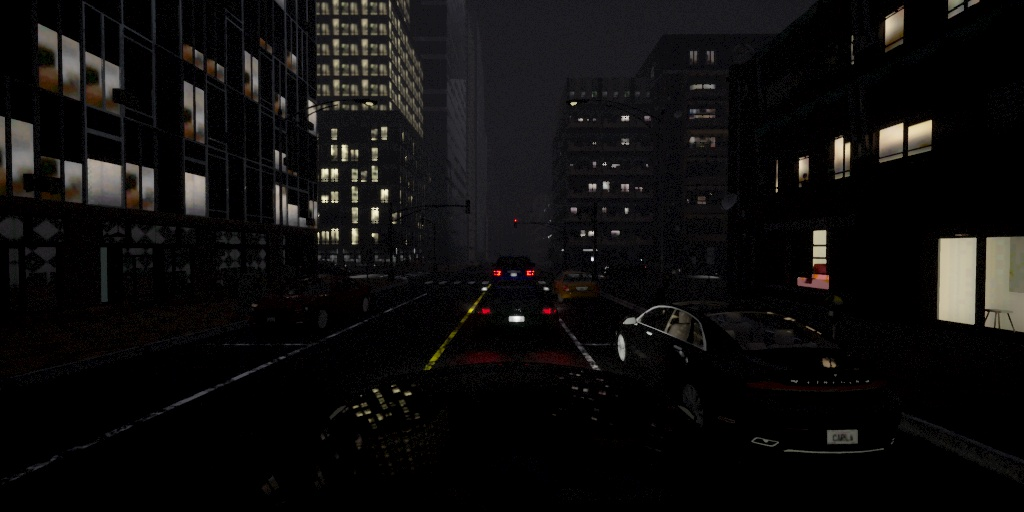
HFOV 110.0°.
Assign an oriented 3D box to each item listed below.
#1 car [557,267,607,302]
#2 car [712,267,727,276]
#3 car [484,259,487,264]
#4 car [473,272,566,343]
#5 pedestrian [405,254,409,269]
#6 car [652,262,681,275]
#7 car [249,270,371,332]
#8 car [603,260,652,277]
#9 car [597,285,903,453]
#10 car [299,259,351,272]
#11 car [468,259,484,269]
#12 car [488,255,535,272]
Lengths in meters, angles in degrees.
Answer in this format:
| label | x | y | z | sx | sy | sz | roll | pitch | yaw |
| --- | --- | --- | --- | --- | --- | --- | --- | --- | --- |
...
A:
| label | x | y | z | sx | sy | sz | roll | pitch | yaw |
| --- | --- | --- | --- | --- | --- | --- | --- | --- | --- |
| car | 2.813 | 1.271 | 16.687 | 1.751 | 1.417 | 4.829 | 0 | 0 | 0 |
| car | 23.759 | 1.475 | 36.962 | 5.357 | 1.411 | 2.033 | 0 | 1 | 1 |
| car | -5.713 | 1.304 | 60.123 | 1.948 | 1.339 | 4.313 | 0 | 0 | 0 |
| car | 0.095 | 1.312 | 9.652 | 1.994 | 1.385 | 4.181 | 0 | 0 | 0 |
| pedestrian | -12.564 | 0.670 | 42.984 | 0.375 | 1.860 | 0.375 | 0 | 0 | 1 |
| car | 16.294 | 1.373 | 39.661 | 4.403 | 1.370 | 2.007 | 0 | 0 | 1 |
| car | -5.825 | 1.292 | 10.927 | 1.888 | 1.381 | 4.507 | 0 | 0 | 0 |
| car | 11.476 | 1.177 | 37.064 | 4.553 | 1.767 | 2.097 | 0 | 1 | 0 |
| car | 2.817 | 1.299 | 5.228 | 2.007 | 1.370 | 4.403 | 0 | 0 | 0 |
| car | -17.870 | 1.154 | 34.321 | 4.674 | 1.442 | 1.812 | 1 | 1 | 2 |
| car | -5.710 | 1.264 | 54.299 | 1.751 | 1.417 | 4.829 | 0 | 0 | 0 |
| car | 0.087 | 0.967 | 19.459 | 2.150 | 2.045 | 5.566 | 0 | 0 | 0 |
